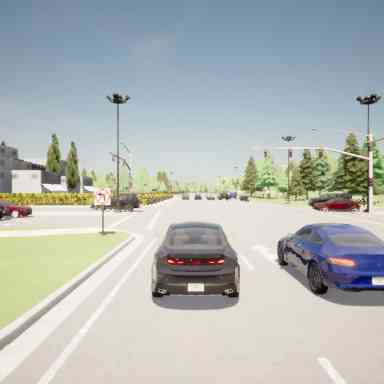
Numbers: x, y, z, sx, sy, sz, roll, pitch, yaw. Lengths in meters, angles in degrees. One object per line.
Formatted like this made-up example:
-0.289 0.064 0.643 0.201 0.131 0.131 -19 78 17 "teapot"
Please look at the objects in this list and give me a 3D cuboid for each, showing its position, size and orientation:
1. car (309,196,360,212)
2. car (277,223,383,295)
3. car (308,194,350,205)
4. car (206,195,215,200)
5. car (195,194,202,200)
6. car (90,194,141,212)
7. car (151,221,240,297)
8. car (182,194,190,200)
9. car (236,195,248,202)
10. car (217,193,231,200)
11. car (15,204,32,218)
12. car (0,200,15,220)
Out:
16.460 1.477 38.025 5.008 1.535 1.882 0 0 -1 "car"
3.585 1.526 8.626 1.812 1.442 4.674 0 0 0 "car"
18.910 1.223 45.487 5.566 2.045 2.150 0 0 6 "car"
5.243 1.590 92.199 1.895 1.301 4.718 0 0 0 "car"
1.742 1.472 91.764 1.882 1.535 5.008 0 0 0 "car"
-8.598 1.223 37.710 5.566 2.045 2.150 0 0 -1 "car"
0.080 1.505 8.538 1.837 1.490 4.892 0 0 0 "car"
-1.760 1.518 91.360 2.128 1.511 4.902 0 0 0 "car"
12.196 1.500 79.082 1.837 1.490 4.892 0 0 0 "car"
8.740 1.218 91.353 2.150 2.045 5.566 0 0 0 "car"
-16.779 1.478 29.408 5.008 1.535 1.882 0 0 -1 "car"
-17.354 1.221 25.900 5.566 2.045 2.150 0 0 -1 "car"
